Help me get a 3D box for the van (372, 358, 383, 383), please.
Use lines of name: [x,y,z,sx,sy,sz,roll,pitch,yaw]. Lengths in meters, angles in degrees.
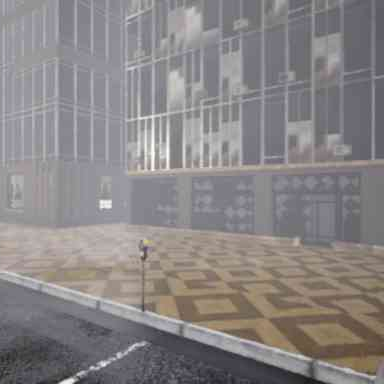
van: [2.694,1.344,0.950,3.998,1.788,1.690,0,0,36]
